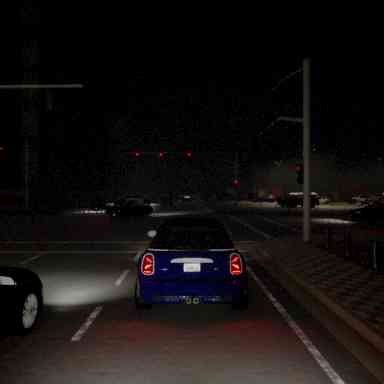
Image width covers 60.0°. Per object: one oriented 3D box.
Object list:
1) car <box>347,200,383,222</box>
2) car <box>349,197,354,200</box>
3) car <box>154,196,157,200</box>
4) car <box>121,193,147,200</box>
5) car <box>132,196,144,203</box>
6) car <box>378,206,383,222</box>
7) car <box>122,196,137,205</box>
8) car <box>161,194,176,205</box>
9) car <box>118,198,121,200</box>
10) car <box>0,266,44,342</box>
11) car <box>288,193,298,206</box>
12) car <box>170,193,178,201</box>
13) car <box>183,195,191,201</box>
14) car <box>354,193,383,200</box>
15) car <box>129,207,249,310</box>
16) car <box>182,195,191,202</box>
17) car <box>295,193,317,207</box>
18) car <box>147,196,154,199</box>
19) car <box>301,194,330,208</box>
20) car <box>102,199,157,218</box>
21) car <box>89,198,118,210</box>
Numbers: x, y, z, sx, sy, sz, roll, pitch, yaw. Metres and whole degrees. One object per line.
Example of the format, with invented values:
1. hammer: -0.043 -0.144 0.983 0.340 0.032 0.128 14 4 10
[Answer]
1. car: 15.017 1.581 26.717 4.674 1.442 1.812 0 0 -1
2. car: 35.890 1.419 69.798 3.905 1.438 1.784 0 0 0
3. car: -8.066 1.491 65.989 2.128 1.511 4.902 0 0 0
4. car: -7.913 1.221 45.803 2.150 2.045 5.566 0 0 -3
5. car: -11.604 1.587 72.004 1.895 1.301 4.718 0 0 -1
6. car: 13.983 1.656 19.528 4.718 1.301 1.895 0 0 0
7. car: -11.550 1.477 61.887 1.882 1.535 5.008 0 0 0
8. car: -4.341 1.547 58.036 2.033 1.411 5.357 0 0 0
9. car: -11.469 1.601 51.717 1.895 1.301 4.718 0 0 0
10. car: -3.489 1.505 3.839 1.837 1.490 4.892 0 0 0
11. car: 20.798 1.209 61.291 4.605 1.855 1.932 0 0 0
12. car: -4.728 1.225 83.353 2.150 2.045 5.566 0 0 -1
13. car: -1.219 1.386 82.537 1.812 1.442 4.674 0 0 -1
14. car: 35.838 1.209 66.902 4.605 1.855 1.932 0 0 0
15. car: -0.023 1.352 8.003 2.097 1.767 4.553 0 0 -1
16. car: -1.108 1.595 72.469 1.895 1.301 4.718 0 0 -1
17. car: 20.860 1.419 58.608 3.905 1.438 1.784 0 0 0
18. car: -8.005 1.601 55.830 1.895 1.301 4.718 0 0 0
19. car: 20.870 1.451 55.713 3.806 1.475 1.970 0 0 0
20. car: -5.557 1.625 30.214 1.895 1.301 4.718 0 0 29
21. car: -11.364 1.547 42.129 2.033 1.411 5.357 0 0 0
